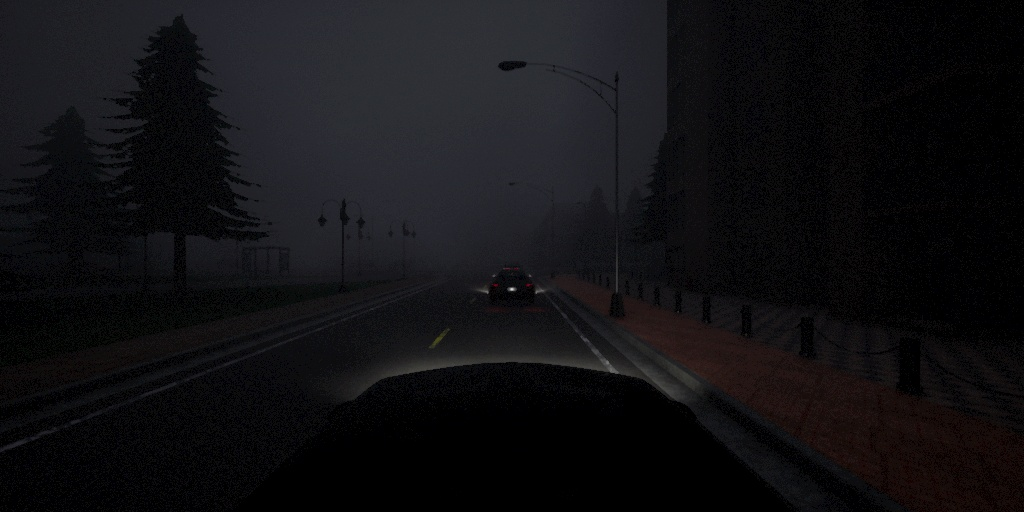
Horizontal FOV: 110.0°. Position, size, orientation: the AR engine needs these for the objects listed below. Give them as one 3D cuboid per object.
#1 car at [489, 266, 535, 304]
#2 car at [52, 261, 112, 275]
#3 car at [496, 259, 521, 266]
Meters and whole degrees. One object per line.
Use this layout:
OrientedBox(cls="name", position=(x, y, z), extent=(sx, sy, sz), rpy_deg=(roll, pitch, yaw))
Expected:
OrientedBox(cls="car", position=(0.000, 1.321, 16.500), extent=(1.994, 1.385, 4.181), rpy_deg=(0, 0, 0))
OrientedBox(cls="car", position=(-46.020, 1.275, 38.432), extent=(5.008, 1.535, 1.882), rpy_deg=(0, 0, -1))
OrientedBox(cls="car", position=(0.000, 1.245, 31.500), extent=(2.128, 1.511, 4.902), rpy_deg=(0, 0, 0))
